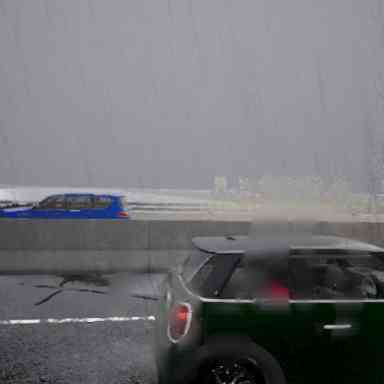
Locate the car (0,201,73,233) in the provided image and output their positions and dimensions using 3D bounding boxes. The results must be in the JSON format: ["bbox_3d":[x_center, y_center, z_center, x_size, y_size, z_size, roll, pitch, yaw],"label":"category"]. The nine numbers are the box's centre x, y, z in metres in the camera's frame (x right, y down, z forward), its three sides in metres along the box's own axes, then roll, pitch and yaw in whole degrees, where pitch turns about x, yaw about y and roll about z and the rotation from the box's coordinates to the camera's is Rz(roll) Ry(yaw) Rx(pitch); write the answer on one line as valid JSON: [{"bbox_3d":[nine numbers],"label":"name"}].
[{"bbox_3d":[-8.925,1.261,17.206,4.892,1.490,1.837,1,0,-7],"label":"car"}]

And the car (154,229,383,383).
[{"bbox_3d":[1.818,1.366,4.263,4.553,1.767,2.097,1,0,-7],"label":"car"}]

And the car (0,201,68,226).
[{"bbox_3d":[-10.074,1.286,20.585,4.181,1.385,1.994,1,0,-7],"label":"car"}]

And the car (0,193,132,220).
[{"bbox_3d":[-5.326,1.059,14.143,5.566,2.045,2.150,1,0,-7],"label":"car"}]
